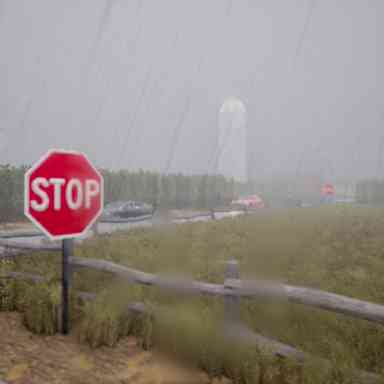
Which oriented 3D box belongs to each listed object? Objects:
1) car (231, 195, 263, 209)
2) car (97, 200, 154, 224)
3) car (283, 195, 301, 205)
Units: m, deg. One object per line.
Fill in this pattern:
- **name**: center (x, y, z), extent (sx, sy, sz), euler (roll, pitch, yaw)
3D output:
- **car**: center (6.180, 1.104, 37.390), extent (2.097, 1.767, 4.553), euler (1, 1, 35)
- **car**: center (-4.612, 1.310, 22.277), extent (2.128, 1.511, 4.902), euler (1, 0, 35)
- **car**: center (13.302, 1.162, 44.301), extent (1.837, 1.490, 4.892), euler (1, 2, 22)
